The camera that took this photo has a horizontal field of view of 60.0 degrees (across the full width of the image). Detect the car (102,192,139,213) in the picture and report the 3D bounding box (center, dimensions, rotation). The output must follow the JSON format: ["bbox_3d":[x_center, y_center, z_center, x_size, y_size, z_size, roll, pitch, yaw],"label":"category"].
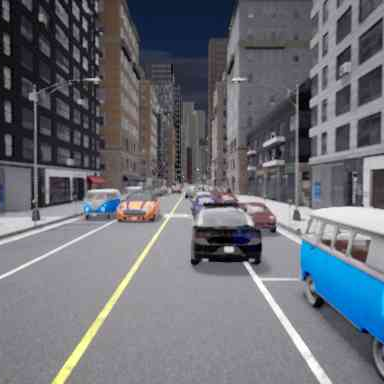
[{"bbox_3d":[-5.672,0.774,26.852,2.008,1.369,4.403,0,2,0],"label":"car"}]

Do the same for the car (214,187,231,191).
[{"bbox_3d":[2.852,0.381,32.345,2.192,1.841,5.009,0,2,0],"label":"car"}]

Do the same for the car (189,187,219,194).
[{"bbox_3d":[0.897,0.683,26.713,1.801,1.575,5.366,0,2,0],"label":"car"}]

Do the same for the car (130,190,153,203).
[{"bbox_3d":[-5.673,0.475,37.851,1.947,1.339,4.313,0,2,0],"label":"car"}]

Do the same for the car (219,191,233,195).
[{"bbox_3d":[2.854,0.805,26.853,1.802,1.307,4.206,0,2,0],"label":"car"}]

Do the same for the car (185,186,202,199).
[{"bbox_3d":[0.013,0.202,47.346,1.994,1.385,4.181,0,2,0],"label":"car"}]

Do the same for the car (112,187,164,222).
[{"bbox_3d":[-3.101,0.770,20.071,2.097,1.767,4.553,0,2,0],"label":"car"}]

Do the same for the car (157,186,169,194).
[{"bbox_3d":[-5.677,-0.431,65.343,1.967,1.590,4.097,0,2,0],"label":"car"}]

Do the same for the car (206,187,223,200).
[{"bbox_3d":[2.851,0.192,43.347,1.967,1.590,4.097,0,2,0],"label":"car"}]

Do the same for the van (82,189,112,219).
[{"bbox_3d":[-5.672,0.722,21.348,1.690,1.788,3.998,0,2,0],"label":"van"}]

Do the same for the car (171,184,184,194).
[{"bbox_3d":[-3.007,-0.402,65.728,1.882,1.535,5.008,0,2,0],"label":"car"}]

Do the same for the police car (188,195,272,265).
[{"bbox_3d":[0.899,1.114,10.638,1.930,1.638,5.238,0,2,0],"label":"police car"}]

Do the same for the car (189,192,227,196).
[{"bbox_3d":[0.898,0.931,20.528,1.812,1.442,4.674,0,2,0],"label":"car"}]

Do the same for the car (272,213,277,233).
[{"bbox_3d":[2.854,1.121,15.856,1.802,1.307,4.206,0,2,0],"label":"car"}]

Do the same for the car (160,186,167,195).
[{"bbox_3d":[-5.675,0.006,54.348,1.947,1.339,4.313,0,2,0],"label":"car"}]

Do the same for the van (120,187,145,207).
[{"bbox_3d":[-5.673,0.407,32.345,1.690,1.788,3.998,0,2,0],"label":"van"}]

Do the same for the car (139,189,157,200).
[{"bbox_3d":[-5.674,0.334,43.351,1.802,1.307,4.206,0,2,0],"label":"car"}]

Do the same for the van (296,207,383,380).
[{"bbox_3d":[2.855,1.197,4.851,1.690,1.788,3.998,0,2,0],"label":"van"}]

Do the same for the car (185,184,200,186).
[{"bbox_3d":[-0.006,-0.219,60.852,1.812,1.442,4.674,0,2,0],"label":"car"}]
